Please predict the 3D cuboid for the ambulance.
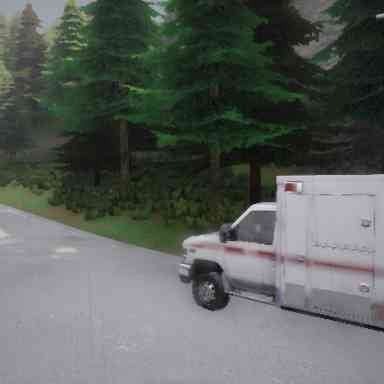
[{"bbox_3d":[2.779,0.983,5.489,6.366,2.431,2.351,1,0,35],"label":"ambulance"}]
